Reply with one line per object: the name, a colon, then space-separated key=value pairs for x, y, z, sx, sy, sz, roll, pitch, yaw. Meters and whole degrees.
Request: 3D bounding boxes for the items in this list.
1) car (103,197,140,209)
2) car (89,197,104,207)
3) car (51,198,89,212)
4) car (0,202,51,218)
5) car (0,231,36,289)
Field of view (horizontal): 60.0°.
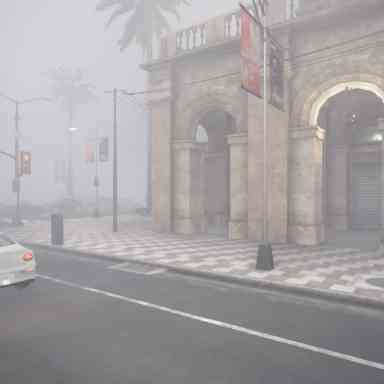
car: x=-9.410 y=1.601 z=45.822 sx=1.895 sy=1.301 sz=4.718 roll=0 pitch=0 yaw=36
car: x=-13.786 y=1.513 z=51.035 sx=2.161 sy=1.482 sz=4.786 roll=0 pitch=0 yaw=35
car: x=-14.809 y=1.505 z=38.287 sx=1.837 sy=1.490 sz=4.892 roll=0 pitch=0 yaw=36
car: x=-15.713 y=1.564 z=30.670 sx=1.994 sy=1.385 sz=4.181 roll=0 pitch=0 yaw=36
car: x=-5.527 y=1.526 z=7.900 sx=4.674 sy=1.442 sz=1.812 roll=0 pitch=0 yaw=36
